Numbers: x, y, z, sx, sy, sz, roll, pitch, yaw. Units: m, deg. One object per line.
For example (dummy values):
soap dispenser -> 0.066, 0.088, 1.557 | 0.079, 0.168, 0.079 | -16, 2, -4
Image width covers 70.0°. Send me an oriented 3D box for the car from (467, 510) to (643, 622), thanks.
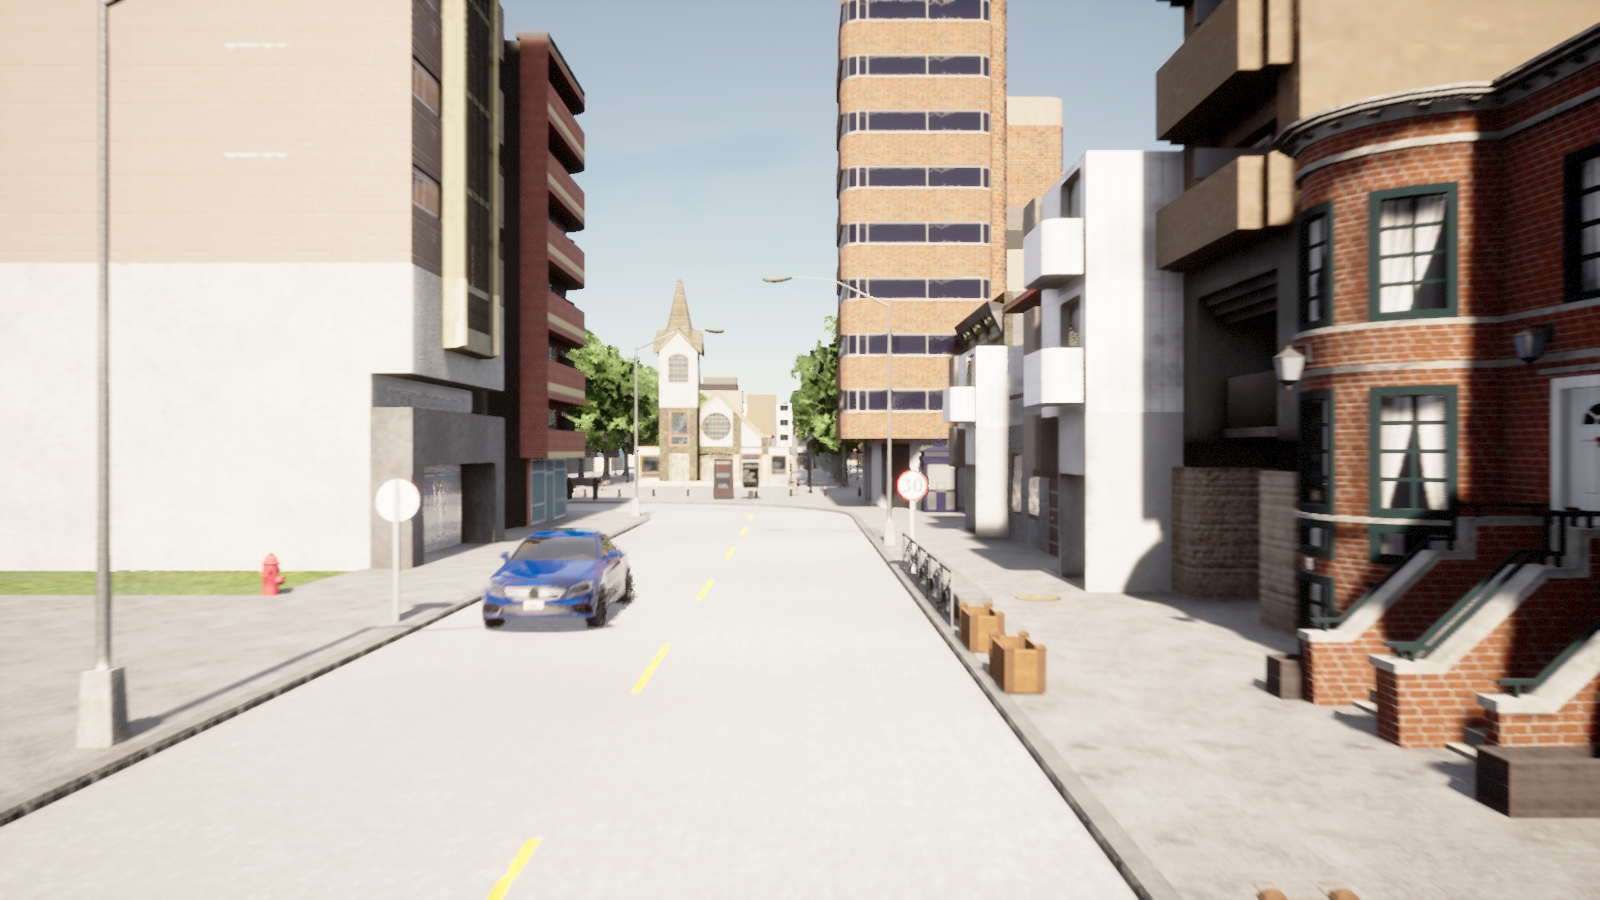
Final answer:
car -> -4.012, 1.860, 19.521 | 2.002, 1.442, 4.674 | 0, 0, 0
